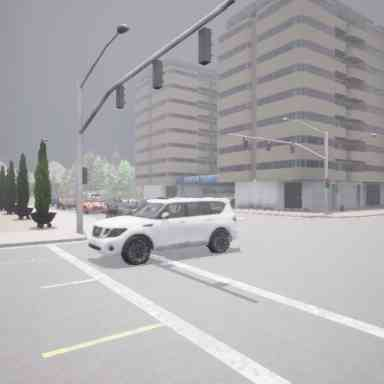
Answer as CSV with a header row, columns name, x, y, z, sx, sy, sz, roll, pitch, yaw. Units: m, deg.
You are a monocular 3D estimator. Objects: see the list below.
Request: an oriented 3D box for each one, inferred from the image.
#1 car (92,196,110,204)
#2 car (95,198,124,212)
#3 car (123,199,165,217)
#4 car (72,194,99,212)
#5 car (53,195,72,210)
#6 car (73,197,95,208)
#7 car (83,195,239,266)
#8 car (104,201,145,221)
name,x,y,z,sx,sy,sz,roll,pitch,yaw
car,-17.473,1.505,63.787,1.837,1.490,4.892,0,0,-34
car,-10.075,1.505,40.538,1.837,1.490,4.892,0,0,-35
car,-4.830,1.492,32.982,2.128,1.511,4.902,0,0,-35
car,-10.763,1.352,35.391,2.097,1.767,4.553,0,0,-35
car,-16.403,1.526,43.524,1.812,1.442,4.674,0,0,-35
car,-15.962,1.505,49.033,1.837,1.490,4.892,0,0,-34
car,-0.820,1.221,11.990,5.566,2.045,2.150,0,0,-35
car,-5.806,1.564,28.258,1.994,1.385,4.181,0,0,-35
